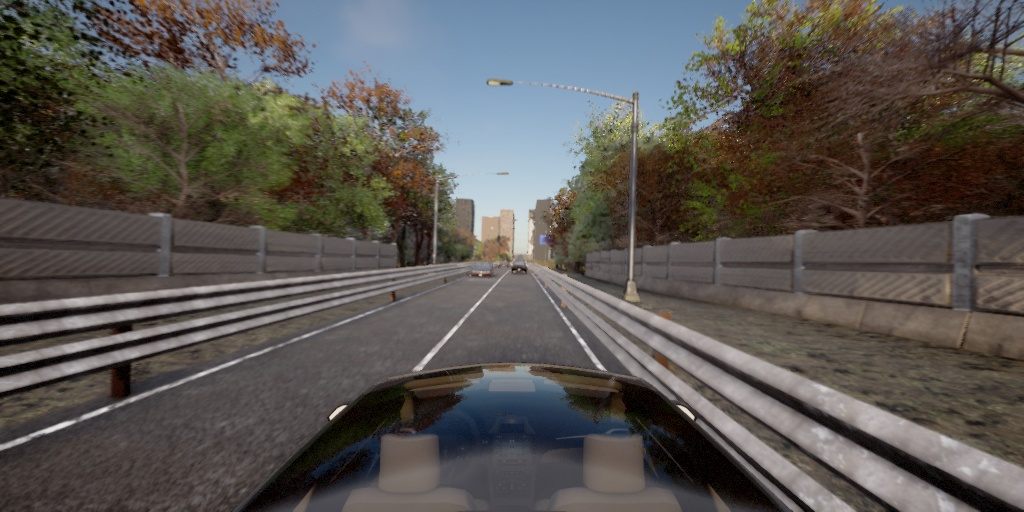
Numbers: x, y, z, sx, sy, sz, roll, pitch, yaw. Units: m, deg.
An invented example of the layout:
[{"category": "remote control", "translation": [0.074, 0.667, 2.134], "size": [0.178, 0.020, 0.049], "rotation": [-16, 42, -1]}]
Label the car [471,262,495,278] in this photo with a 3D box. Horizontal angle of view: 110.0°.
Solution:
[{"category": "car", "translation": [-2.673, 1.314, 34.114], "size": [2.033, 1.411, 5.357], "rotation": [2, 0, 2]}]

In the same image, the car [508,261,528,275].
[{"category": "car", "translation": [0.894, 1.420, 43.951], "size": [1.882, 1.535, 5.008], "rotation": [2, -1, 1]}]
